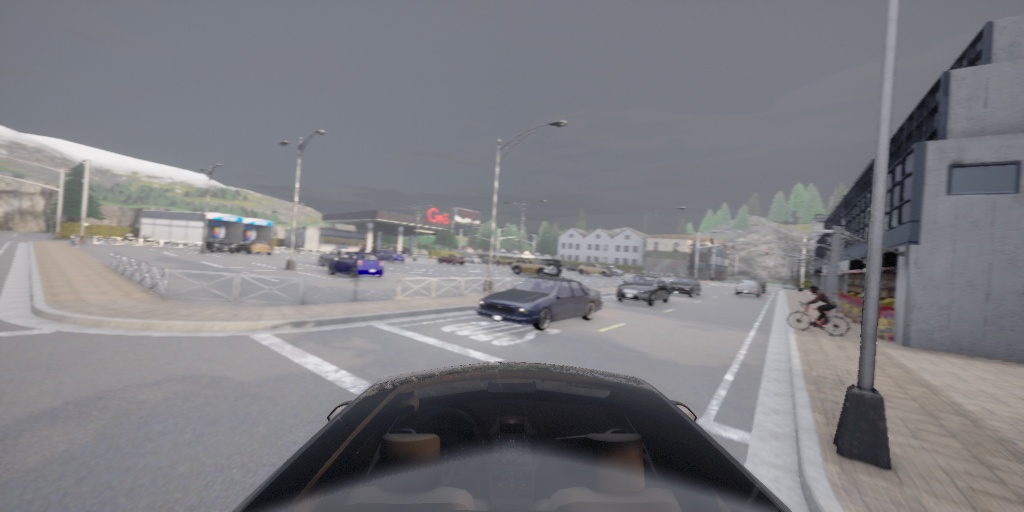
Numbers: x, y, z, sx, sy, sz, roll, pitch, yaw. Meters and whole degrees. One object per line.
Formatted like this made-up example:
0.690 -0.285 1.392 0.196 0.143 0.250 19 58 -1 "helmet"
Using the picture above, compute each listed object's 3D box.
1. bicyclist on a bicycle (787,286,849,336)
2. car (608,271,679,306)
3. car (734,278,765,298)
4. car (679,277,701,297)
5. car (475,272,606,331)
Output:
10.588 1.875 12.402 1.656 1.620 0.582 5 0 37 "bicyclist on a bicycle"
7.428 1.842 20.053 2.128 1.511 4.902 4 0 37 "car"
22.395 3.045 33.920 1.812 1.442 4.674 4 0 38 "car"
13.558 2.382 28.215 2.033 1.411 5.357 4 0 37 "car"
1.222 1.408 11.802 2.033 1.411 5.357 4 0 37 "car"
